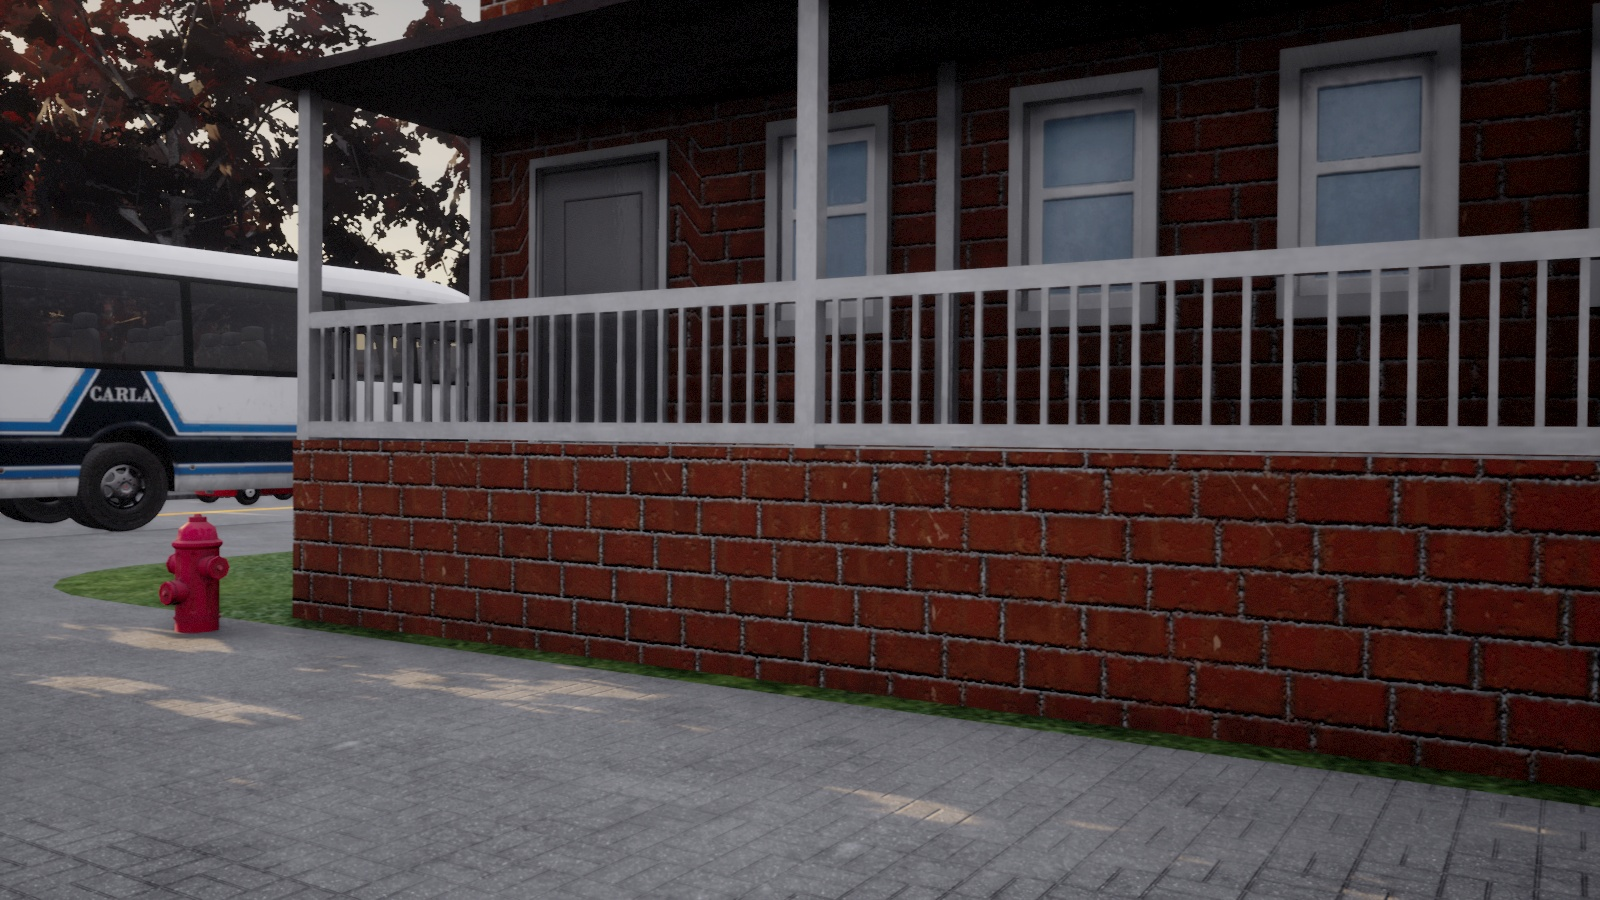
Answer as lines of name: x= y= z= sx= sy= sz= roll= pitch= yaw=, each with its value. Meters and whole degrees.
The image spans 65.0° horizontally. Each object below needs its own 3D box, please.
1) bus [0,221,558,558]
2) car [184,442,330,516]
bus: x=-9.165 y=-0.840 z=20.609 sx=3.944 sy=4.253 sz=10.273 roll=0 pitch=1 yaw=35
car: x=-10.769 y=0.547 z=25.005 sx=1.481 sy=1.376 sz=2.207 roll=0 pitch=1 yaw=31
